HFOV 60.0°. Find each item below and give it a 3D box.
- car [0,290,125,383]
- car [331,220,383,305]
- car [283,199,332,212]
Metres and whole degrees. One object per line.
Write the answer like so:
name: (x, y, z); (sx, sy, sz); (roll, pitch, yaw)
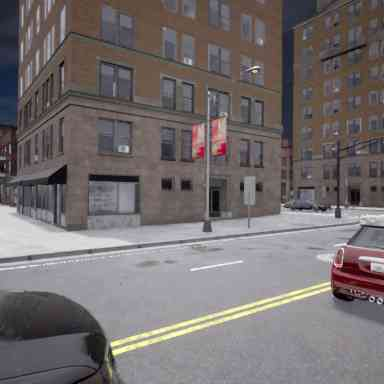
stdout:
car: (-2.978, 1.221, 1.309); (5.566, 2.045, 2.150); (0, 0, -36)
car: (5.017, 1.355, 7.105); (4.553, 1.767, 2.097); (0, 0, -36)
car: (12.897, 1.470, 37.465); (2.033, 1.411, 5.357); (1, 0, -36)
